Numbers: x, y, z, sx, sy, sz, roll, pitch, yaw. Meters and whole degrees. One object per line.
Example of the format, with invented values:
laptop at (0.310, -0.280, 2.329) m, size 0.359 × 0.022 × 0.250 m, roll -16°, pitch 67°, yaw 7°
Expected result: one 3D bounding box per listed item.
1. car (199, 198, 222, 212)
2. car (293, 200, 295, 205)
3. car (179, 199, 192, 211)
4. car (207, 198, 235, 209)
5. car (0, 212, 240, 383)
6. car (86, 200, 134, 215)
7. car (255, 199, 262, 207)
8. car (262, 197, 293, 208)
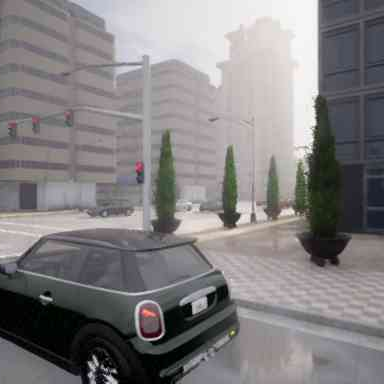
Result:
car at (2.650, 1.645, 39.549) m, size 1.994 × 1.385 × 4.181 m, roll 0°, pitch 0°, yaw 35°
car at (17.232, 1.679, 54.143) m, size 1.895 × 1.301 × 4.718 m, roll 0°, pitch 0°, yaw 36°
car at (-1.745, 1.611, 39.716) m, size 1.812 × 1.442 × 4.674 m, roll 0°, pitch 0°, yaw 35°
car at (4.203, 1.591, 48.136) m, size 1.837 × 1.490 × 4.892 m, roll 0°, pitch 0°, yaw 35°
car at (-1.634, 1.357, 5.170) m, size 4.553 × 1.767 × 2.097 m, roll 0°, pitch 0°, yaw 36°
car at (-7.640, 1.590, 31.376) m, size 1.837 × 1.490 × 4.892 m, roll 0°, pitch 0°, yaw 35°
car at (11.677, 1.683, 52.346) m, size 1.895 × 1.301 × 4.718 m, roll 0°, pitch 0°, yaw 35°
car at (12.125, 1.430, 46.914) m, size 2.097 × 1.767 × 4.553 m, roll 0°, pitch 0°, yaw 35°
